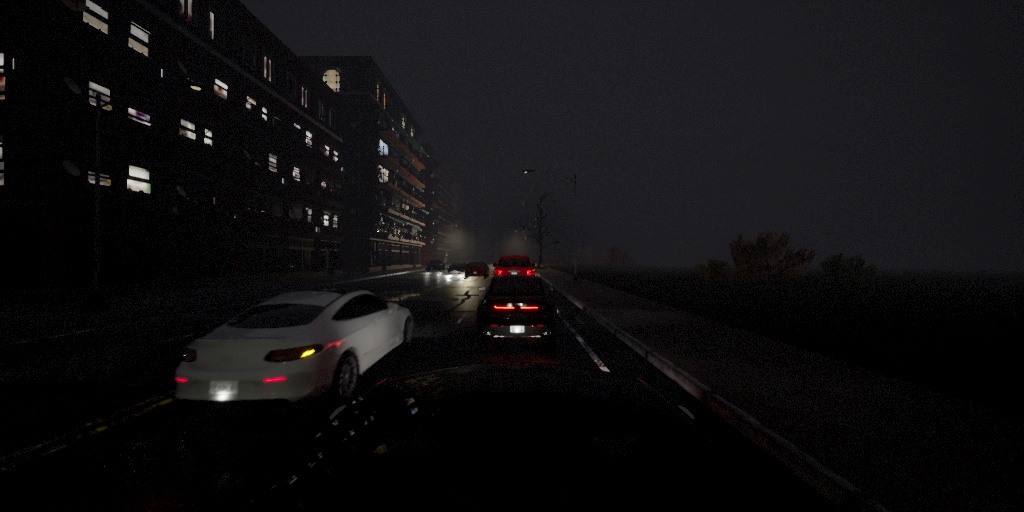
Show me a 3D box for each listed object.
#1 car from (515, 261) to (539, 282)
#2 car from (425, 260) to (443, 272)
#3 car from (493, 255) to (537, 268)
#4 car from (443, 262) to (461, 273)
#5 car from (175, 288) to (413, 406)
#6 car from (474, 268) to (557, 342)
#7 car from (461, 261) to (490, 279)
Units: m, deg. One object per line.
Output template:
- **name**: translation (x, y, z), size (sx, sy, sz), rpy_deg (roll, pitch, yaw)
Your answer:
- **car**: translation (1.164, 1.209, 30.538), size (1.801, 1.575, 5.366), rpy_deg (0, 0, 0)
- **car**: translation (-9.809, 1.258, 46.297), size (1.837, 1.490, 4.892), rpy_deg (0, 0, 0)
- **car**: translation (0.117, 0.975, 20.131), size (2.150, 2.045, 5.566), rpy_deg (0, 0, 0)
- **car**: translation (-6.563, 1.355, 43.096), size (1.895, 1.301, 4.718), rpy_deg (0, 0, 0)
- **car**: translation (-3.146, 1.277, 6.220), size (1.812, 1.442, 4.674), rpy_deg (0, 0, 0)
- **car**: translation (0.109, 1.256, 9.784), size (1.837, 1.490, 4.892), rpy_deg (0, 0, 0)
- **car**: translation (-3.121, 1.231, 32.705), size (1.882, 1.535, 5.008), rpy_deg (0, 0, 0)
